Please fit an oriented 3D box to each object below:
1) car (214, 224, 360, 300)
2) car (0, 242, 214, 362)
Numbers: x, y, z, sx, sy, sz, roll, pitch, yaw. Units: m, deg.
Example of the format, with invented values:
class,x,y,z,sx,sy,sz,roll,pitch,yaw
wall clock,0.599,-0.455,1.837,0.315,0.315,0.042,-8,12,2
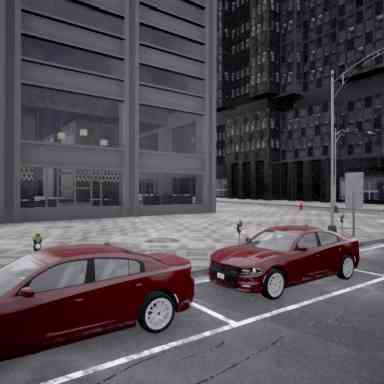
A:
class,x,y,z,sx,sy,sz,roll,pitch,yaw
car,2.441,1.545,8.404,4.507,1.381,1.887,0,0,-35
car,-2.057,1.545,5.194,4.507,1.381,1.887,0,0,-35
